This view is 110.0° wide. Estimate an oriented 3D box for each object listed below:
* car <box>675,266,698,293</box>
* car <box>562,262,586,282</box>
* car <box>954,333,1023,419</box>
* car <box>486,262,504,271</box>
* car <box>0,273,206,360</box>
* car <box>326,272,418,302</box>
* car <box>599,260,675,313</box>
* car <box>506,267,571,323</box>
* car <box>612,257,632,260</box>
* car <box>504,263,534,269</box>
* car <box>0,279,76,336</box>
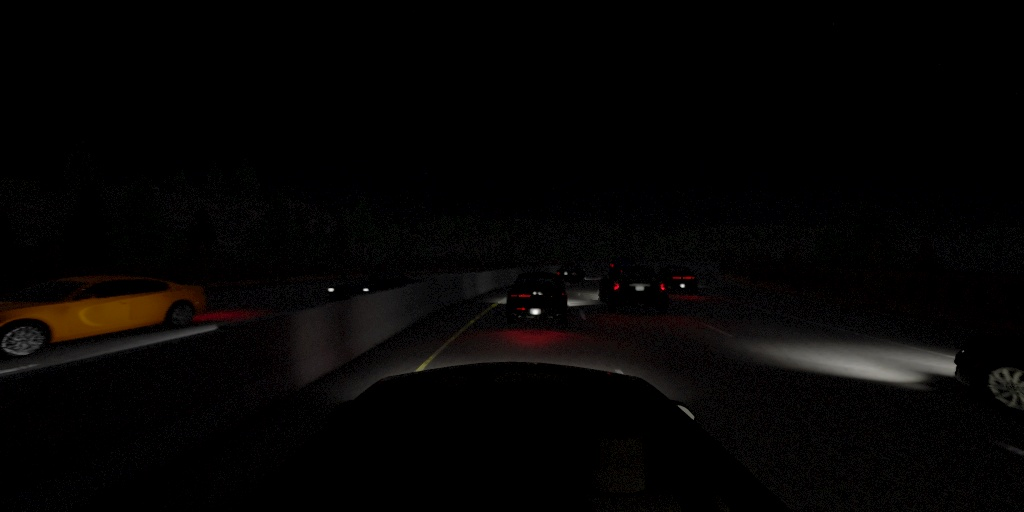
[{"bbox_3d":[9.815,1.363,21.787,1.837,1.490,4.892,0,0,14],"label":"car"},{"bbox_3d":[5.015,1.432,30.381,2.033,1.411,5.357,0,0,19],"label":"car"},{"bbox_3d":[7.224,1.294,3.050,1.837,1.490,4.892,0,0,1],"label":"car"},{"bbox_3d":[-1.866,1.560,49.973,1.994,1.385,4.181,0,-1,27],"label":"car"},{"bbox_3d":[-10.173,1.213,8.567,1.882,1.535,5.008,0,0,5],"label":"car"},{"bbox_3d":[-5.888,1.390,15.737,1.895,1.301,4.718,0,0,9],"label":"car"},{"bbox_3d":[4.817,1.172,14.751,2.097,1.767,4.553,0,0,8],"label":"car"},{"bbox_3d":[0.942,1.300,12.366,1.837,1.490,4.892,0,0,7],"label":"car"},{"bbox_3d":[11.720,1.148,37.744,2.150,2.045,5.566,0,0,25],"label":"car"},{"bbox_3d":[1.221,1.588,48.444,1.895,1.301,4.718,0,0,28],"label":"car"},{"bbox_3d":[-13.735,1.319,8.082,1.895,1.301,4.718,0,0,4],"label":"car"}]
